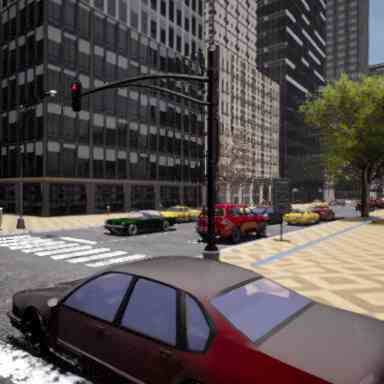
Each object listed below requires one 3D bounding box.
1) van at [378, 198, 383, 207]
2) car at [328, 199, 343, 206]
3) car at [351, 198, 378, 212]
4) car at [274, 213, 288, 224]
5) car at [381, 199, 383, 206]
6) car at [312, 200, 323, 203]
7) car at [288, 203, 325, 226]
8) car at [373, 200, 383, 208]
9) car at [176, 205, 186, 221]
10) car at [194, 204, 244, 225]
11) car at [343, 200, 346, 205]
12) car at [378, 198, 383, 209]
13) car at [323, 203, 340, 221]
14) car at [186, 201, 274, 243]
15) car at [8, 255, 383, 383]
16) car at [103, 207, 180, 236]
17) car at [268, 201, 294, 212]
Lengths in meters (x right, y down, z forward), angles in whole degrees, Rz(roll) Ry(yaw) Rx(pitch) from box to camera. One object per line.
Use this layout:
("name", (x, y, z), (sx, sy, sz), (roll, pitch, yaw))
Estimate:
("van", (39.119, 2.129, 67.768), (1.690, 1.788, 3.998), (0, 0, 37))
("car", (29.013, 2.251, 68.201), (1.802, 1.307, 4.206), (0, 0, 37))
("car", (25.695, 1.922, 49.636), (2.192, 1.841, 5.009), (0, 0, 37))
("car", (5.935, 1.901, 27.298), (1.994, 1.385, 4.181), (1, 0, 37))
("car", (42.475, 2.273, 72.301), (1.967, 1.590, 4.097), (0, 0, 37))
("car", (22.203, 2.103, 59.002), (1.752, 1.417, 4.829), (0, 0, 37))
("car", (9.015, 1.900, 27.105), (1.752, 1.417, 4.829), (0, 0, 37))
("car", (35.762, 2.288, 63.234), (1.887, 1.381, 4.507), (0, 0, 37))
("car", (-1.281, 1.774, 27.283), (1.752, 1.417, 4.829), (0, 0, 37))
("car", (2.353, 1.799, 27.823), (1.837, 1.490, 4.892), (1, 0, 37))
("car", (32.367, 2.265, 72.733), (2.008, 1.369, 4.403), (0, 0, 37))
("car", (32.407, 2.013, 58.702), (2.192, 1.841, 5.009), (0, 0, 37))
("car", (12.270, 2.003, 31.502), (1.802, 1.307, 4.206), (0, 0, 37))
("car", (2.203, 1.591, 17.904), (2.192, 1.841, 5.009), (0, 0, 37))
("car", (-0.374, 1.579, 4.260), (5.357, 1.411, 2.033), (-1, 0, 40))
("car", (-3.116, 1.816, 20.417), (1.895, 1.301, 4.718), (1, 0, 36))
("car", (12.240, 2.007, 45.545), (1.947, 1.339, 4.313), (0, 0, 37))
